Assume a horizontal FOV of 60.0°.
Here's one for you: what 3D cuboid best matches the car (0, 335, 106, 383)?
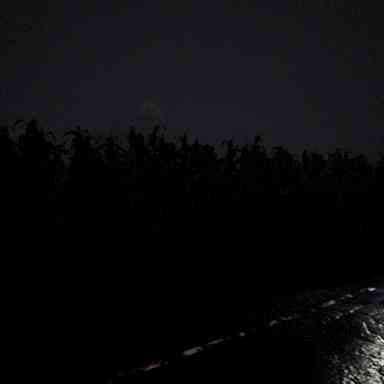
[{"bbox_3d":[-2.578,1.612,1.228,4.718,1.301,1.895,-1,0,-36],"label":"car"}]
